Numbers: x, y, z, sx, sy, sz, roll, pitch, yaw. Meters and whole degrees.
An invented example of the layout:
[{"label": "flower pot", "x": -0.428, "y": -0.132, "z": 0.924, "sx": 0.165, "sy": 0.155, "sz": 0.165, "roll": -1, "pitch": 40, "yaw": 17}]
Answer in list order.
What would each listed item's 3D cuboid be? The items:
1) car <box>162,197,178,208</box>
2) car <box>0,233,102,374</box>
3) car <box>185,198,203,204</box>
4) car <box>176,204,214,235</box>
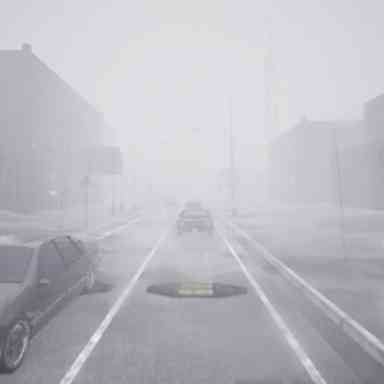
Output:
[{"label": "car", "x": -2.931, "y": 1.382, "z": 45.246, "sx": 1.882, "sy": 1.535, "sz": 5.008, "roll": 0, "pitch": 0, "yaw": 0}, {"label": "car", "x": -3.080, "y": 1.500, "z": 5.844, "sx": 2.033, "sy": 1.411, "sz": 5.357, "roll": 0, "pitch": 2, "yaw": 0}, {"label": "car", "x": 0.225, "y": 1.420, "z": 36.868, "sx": 1.882, "sy": 1.535, "sz": 5.008, "roll": 0, "pitch": 0, "yaw": 0}, {"label": "car", "x": 0.162, "y": 1.593, "z": 18.610, "sx": 1.895, "sy": 1.301, "sz": 4.718, "roll": 0, "pitch": 0, "yaw": 0}]
